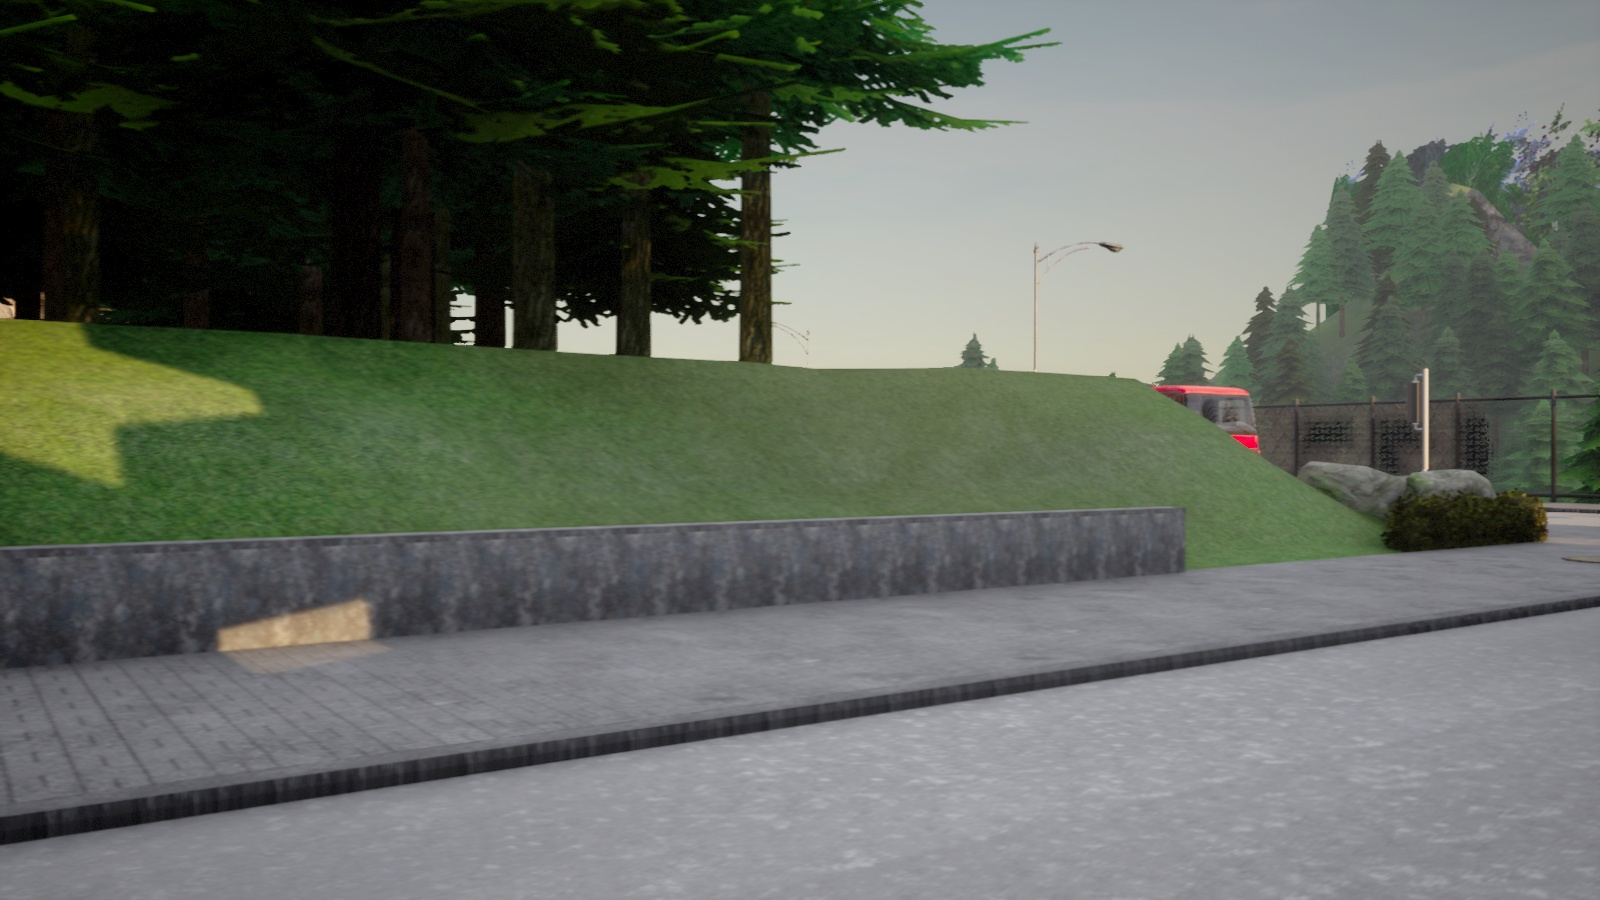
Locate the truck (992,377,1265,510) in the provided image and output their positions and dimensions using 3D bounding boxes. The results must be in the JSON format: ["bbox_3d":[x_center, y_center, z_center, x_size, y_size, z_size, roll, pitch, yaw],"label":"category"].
[{"bbox_3d":[9.359,-0.167,36.835,2.891,3.462,7.936,0,0,-32],"label":"truck"}]
